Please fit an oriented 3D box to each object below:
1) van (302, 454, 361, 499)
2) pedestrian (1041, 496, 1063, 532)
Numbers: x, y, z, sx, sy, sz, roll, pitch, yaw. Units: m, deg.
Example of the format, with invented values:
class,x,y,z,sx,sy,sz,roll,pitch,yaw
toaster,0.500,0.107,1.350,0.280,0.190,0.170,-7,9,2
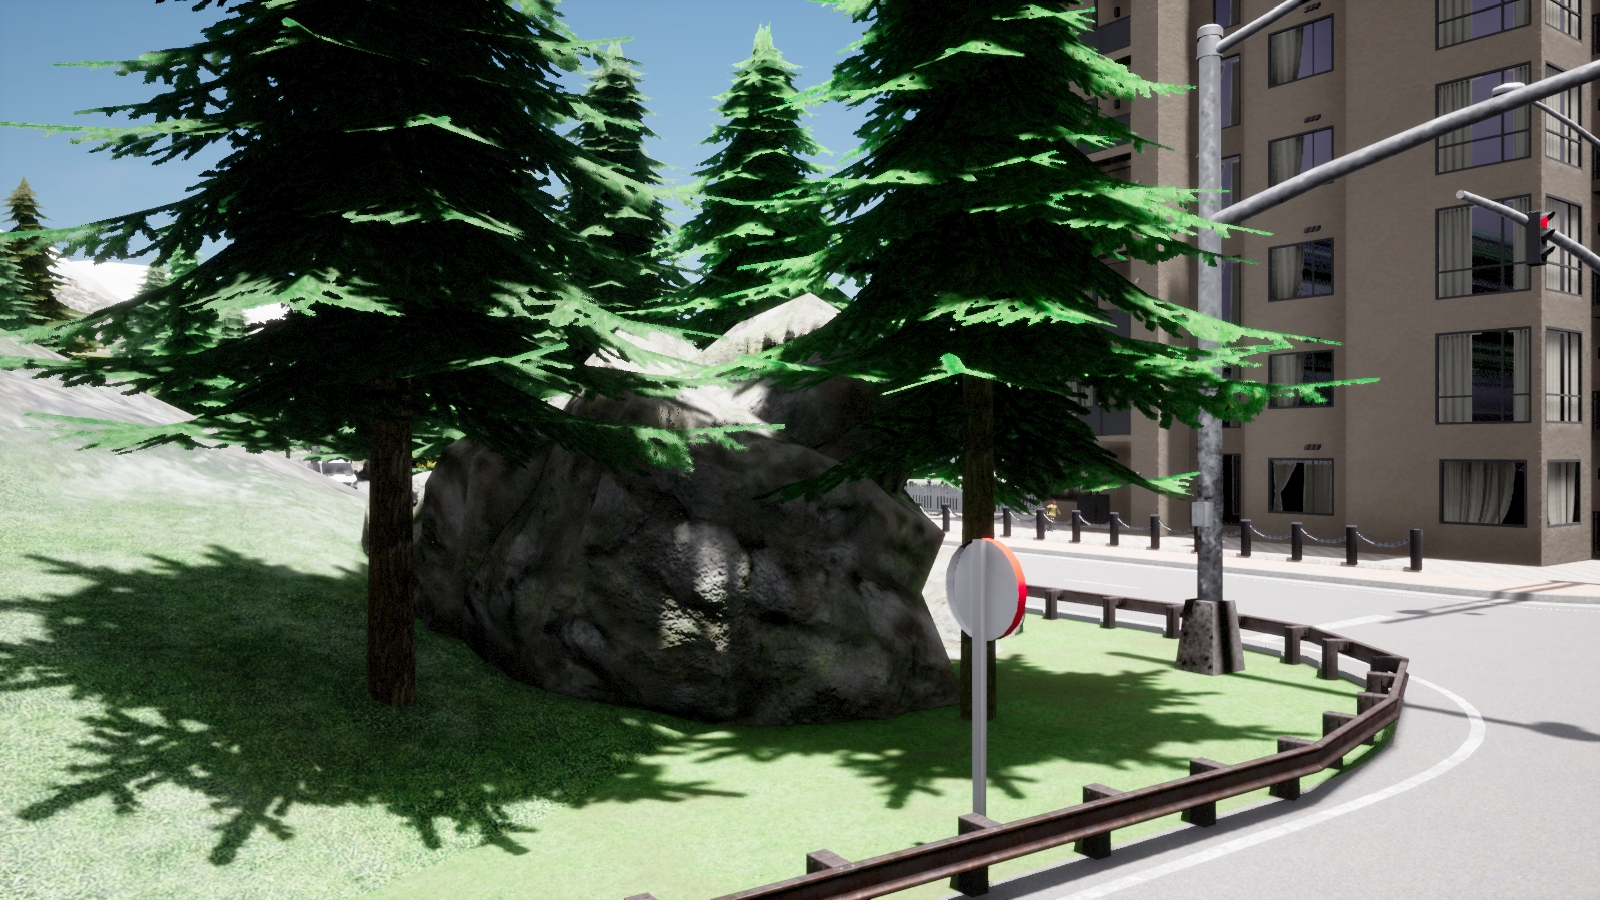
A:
class,x,y,z,sx,sy,sz,roll,pitch,yaw
van,-27.801,1.520,67.706,1.988,2.561,5.915,0,0,-35
pedestrian,8.087,2.040,36.646,0.500,1.100,0.500,0,0,-33
